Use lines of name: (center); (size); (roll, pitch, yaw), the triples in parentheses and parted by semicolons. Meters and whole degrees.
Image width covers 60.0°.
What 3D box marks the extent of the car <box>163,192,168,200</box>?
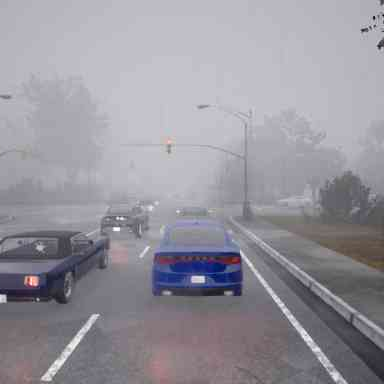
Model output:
car: (-6.986, 0.851, 73.380); (1.882, 1.535, 5.008); (0, 1, 0)

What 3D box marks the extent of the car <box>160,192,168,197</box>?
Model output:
car: (-7.527, 0.697, 88.389); (1.994, 1.385, 4.181); (0, 1, -3)

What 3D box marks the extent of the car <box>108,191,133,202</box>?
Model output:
car: (-10.531, 0.852, 47.998); (2.150, 2.045, 5.566); (0, 0, 0)

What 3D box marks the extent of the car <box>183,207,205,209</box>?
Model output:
car: (0.124, 1.458, 17.599); (1.994, 1.385, 4.181); (0, 0, 0)

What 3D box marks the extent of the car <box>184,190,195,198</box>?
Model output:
car: (-0.354, 0.419, 85.490); (2.150, 2.045, 5.566); (0, 1, -4)

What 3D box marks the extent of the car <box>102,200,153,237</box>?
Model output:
car: (-3.376, 1.402, 17.322); (1.837, 1.490, 4.892); (0, 0, 0)

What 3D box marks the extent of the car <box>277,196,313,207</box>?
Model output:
car: (13.283, 1.200, 42.851); (4.674, 1.442, 1.812); (0, 1, -3)

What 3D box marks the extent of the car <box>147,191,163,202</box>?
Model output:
car: (-6.994, 1.071, 61.455); (1.994, 1.385, 4.181); (0, 1, 0)

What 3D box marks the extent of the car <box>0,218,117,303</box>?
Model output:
car: (-3.388, 1.573, 8.070); (1.895, 1.301, 4.718); (0, 0, 0)

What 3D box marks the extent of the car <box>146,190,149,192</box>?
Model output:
car: (-10.501, 0.584, 74.500); (2.150, 2.045, 5.566); (0, 1, -1)

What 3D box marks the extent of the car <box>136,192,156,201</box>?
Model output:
car: (-6.451, 1.117, 46.865); (1.882, 1.535, 5.008); (0, 0, -8)

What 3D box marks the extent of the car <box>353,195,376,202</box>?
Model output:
car: (23.501, 1.174, 43.415); (4.892, 1.490, 1.837); (0, 1, -3)

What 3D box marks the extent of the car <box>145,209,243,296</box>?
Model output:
car: (0.113, 1.446, 8.617); (1.882, 1.535, 5.008); (0, 0, 0)

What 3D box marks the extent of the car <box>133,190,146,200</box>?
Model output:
car: (-10.484, 0.847, 62.611); (2.097, 1.767, 4.553); (0, 1, 0)

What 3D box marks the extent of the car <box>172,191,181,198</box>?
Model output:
car: (-3.851, 0.737, 85.355); (2.033, 1.411, 5.357); (0, 1, -4)
